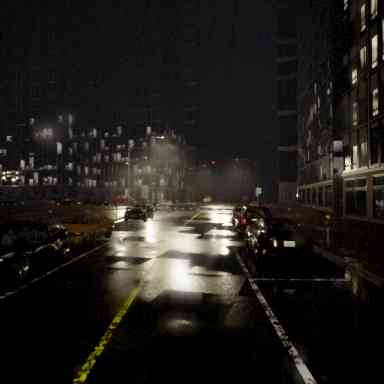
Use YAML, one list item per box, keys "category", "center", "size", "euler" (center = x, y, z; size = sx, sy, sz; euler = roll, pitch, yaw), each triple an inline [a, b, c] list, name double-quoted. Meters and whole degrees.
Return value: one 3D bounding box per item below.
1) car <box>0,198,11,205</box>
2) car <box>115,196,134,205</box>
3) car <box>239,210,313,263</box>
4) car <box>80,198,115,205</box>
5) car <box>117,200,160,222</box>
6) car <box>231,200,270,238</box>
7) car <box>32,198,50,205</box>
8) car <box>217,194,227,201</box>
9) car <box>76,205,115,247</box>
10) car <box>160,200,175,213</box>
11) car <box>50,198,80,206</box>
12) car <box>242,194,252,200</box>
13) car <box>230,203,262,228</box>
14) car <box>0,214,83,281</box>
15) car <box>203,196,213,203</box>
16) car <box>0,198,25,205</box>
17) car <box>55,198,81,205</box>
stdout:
- category: "car"
  center: [-40.157, 1.989, 68.861]
  size: [4.403, 1.369, 2.008]
  euler: [0, -1, 15]
- category: "car"
  center: [-13.181, 1.574, 61.468]
  size: [5.009, 1.841, 2.192]
  euler: [0, -1, 15]
- category: "car"
  center: [2.976, 1.570, 11.918]
  size: [1.947, 1.339, 4.313]
  euler: [1, 0, 2]
- category: "car"
  center: [-15.257, 1.674, 53.864]
  size: [4.313, 1.339, 1.947]
  euler: [0, -1, 15]
- category: "car"
  center: [-4.126, 1.578, 26.408]
  size: [2.008, 1.369, 4.403]
  euler: [1, 0, 5]
- category: "car"
  center: [3.267, 1.448, 17.598]
  size: [1.967, 1.590, 4.097]
  euler: [1, 0, 4]
- category: "car"
  center: [-29.530, 1.893, 65.947]
  size: [4.829, 1.417, 1.752]
  euler: [0, -1, 15]
- category: "car"
  center: [8.124, 1.529, 89.912]
  size: [2.192, 1.841, 5.009]
  euler: [1, 0, 16]
- category: "car"
  center: [-4.892, 1.540, 15.308]
  size: [1.752, 1.417, 4.829]
  euler: [1, 0, 3]
- category: "car"
  center: [-3.000, 1.594, 37.165]
  size: [2.008, 1.369, 4.403]
  euler: [1, 0, 7]
- category: "car"
  center: [-20.650, 1.695, 55.342]
  size: [4.403, 1.369, 2.008]
  euler: [0, -1, 15]
- category: "car"
  center: [12.567, 1.439, 76.065]
  size: [2.192, 1.841, 5.009]
  euler: [1, 0, 15]
- category: "car"
  center: [3.655, 1.556, 23.227]
  size: [1.887, 1.381, 4.507]
  euler: [1, 0, 5]
- category: "car"
  center: [-5.121, 1.574, 9.985]
  size: [1.947, 1.339, 4.313]
  euler: [1, 0, 2]
- category: "car"
  center: [3.567, 1.674, 73.822]
  size: [1.752, 1.417, 4.829]
  euler: [1, 0, 14]
- category: "car"
  center: [-31.436, 1.766, 58.300]
  size: [4.403, 1.369, 2.008]
  euler: [0, -1, 15]
- category: "car"
  center: [-23.971, 1.882, 64.423]
  size: [4.403, 1.369, 2.008]
  euler: [0, -1, 15]
